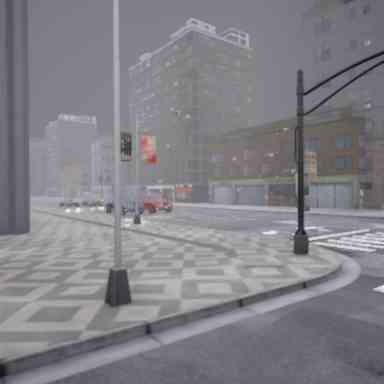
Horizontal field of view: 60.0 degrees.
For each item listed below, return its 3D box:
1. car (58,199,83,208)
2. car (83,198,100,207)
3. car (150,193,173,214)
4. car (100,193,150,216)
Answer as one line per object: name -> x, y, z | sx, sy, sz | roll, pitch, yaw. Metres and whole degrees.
car -> -17.804, 1.681, 48.058 | 1.895, 1.301, 4.718 | -1, 0, -36
car -> -15.201, 1.600, 50.004 | 2.033, 1.411, 5.357 | -1, 0, -36
car -> -4.159, 1.175, 34.778 | 2.150, 2.045, 5.566 | -1, 0, -36
car -> -6.717, 1.203, 32.772 | 2.150, 2.045, 5.566 | -1, 0, -36
